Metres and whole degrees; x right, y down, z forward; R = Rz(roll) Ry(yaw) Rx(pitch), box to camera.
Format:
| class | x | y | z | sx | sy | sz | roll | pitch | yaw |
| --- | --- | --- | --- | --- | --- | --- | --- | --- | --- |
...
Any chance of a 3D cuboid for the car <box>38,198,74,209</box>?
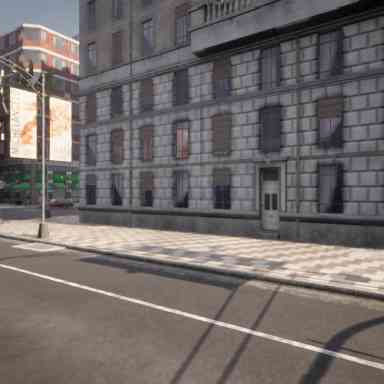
| class | x | y | z | sx | sy | sz | roll | pitch | yaw |
| --- | --- | --- | --- | --- | --- | --- | --- | --- | --- |
| car | -18.067 | 1.526 | 44.397 | 1.812 | 1.442 | 4.674 | 0 | 0 | 36 |
